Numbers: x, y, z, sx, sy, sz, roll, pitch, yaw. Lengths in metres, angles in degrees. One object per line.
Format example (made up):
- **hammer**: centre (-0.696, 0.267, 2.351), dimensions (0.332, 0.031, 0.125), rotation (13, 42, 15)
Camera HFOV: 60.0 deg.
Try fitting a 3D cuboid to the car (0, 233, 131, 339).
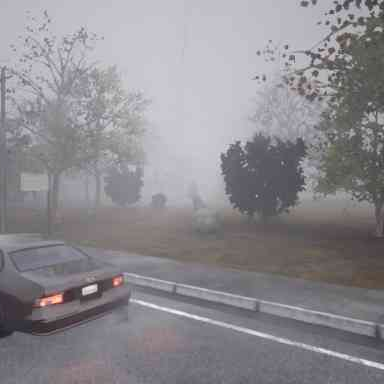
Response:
- **car**: centre (-3.614, 1.547, 6.558), dimensions (5.357, 1.411, 2.033), rotation (0, 0, 35)
